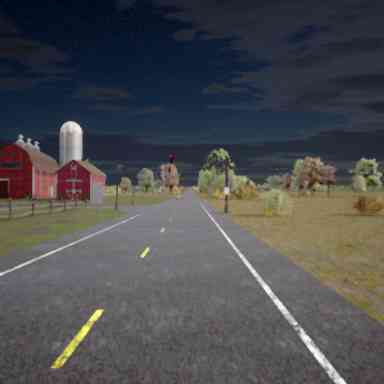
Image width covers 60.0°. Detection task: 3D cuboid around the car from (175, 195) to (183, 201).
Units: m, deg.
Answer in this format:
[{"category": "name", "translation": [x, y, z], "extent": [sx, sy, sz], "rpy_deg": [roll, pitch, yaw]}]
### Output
[{"category": "car", "translation": [-3.501, 1.604, 89.396], "extent": [1.812, 1.442, 4.674], "rpy_deg": [0, 0, 0]}]
